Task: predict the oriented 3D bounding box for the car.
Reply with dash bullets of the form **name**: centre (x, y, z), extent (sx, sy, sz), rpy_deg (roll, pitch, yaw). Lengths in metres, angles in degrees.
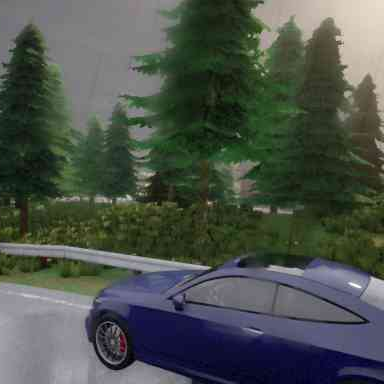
- **car**: centre (0.788, 1.499, 4.077), extent (4.674, 1.442, 1.812), rpy_deg (1, 1, 31)
